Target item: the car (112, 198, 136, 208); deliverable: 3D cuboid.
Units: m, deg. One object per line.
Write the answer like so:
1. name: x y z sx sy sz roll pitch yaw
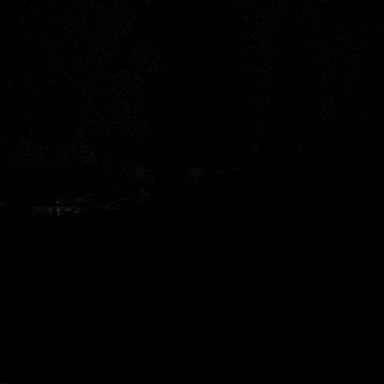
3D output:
1. car: -10.089 1.548 49.660 2.033 1.411 5.357 0 0 14

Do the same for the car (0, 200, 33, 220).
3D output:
1. car: -15.492 1.478 27.546 1.882 1.535 5.008 0 0 14

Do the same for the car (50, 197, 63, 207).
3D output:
1. car: -20.239 1.512 52.351 1.837 1.490 4.892 0 0 14

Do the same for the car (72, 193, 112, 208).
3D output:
1. car: -14.209 1.223 47.618 2.150 2.045 5.566 0 0 14

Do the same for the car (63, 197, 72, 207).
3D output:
1. car: -16.974 1.478 50.986 1.882 1.535 5.008 0 0 14
